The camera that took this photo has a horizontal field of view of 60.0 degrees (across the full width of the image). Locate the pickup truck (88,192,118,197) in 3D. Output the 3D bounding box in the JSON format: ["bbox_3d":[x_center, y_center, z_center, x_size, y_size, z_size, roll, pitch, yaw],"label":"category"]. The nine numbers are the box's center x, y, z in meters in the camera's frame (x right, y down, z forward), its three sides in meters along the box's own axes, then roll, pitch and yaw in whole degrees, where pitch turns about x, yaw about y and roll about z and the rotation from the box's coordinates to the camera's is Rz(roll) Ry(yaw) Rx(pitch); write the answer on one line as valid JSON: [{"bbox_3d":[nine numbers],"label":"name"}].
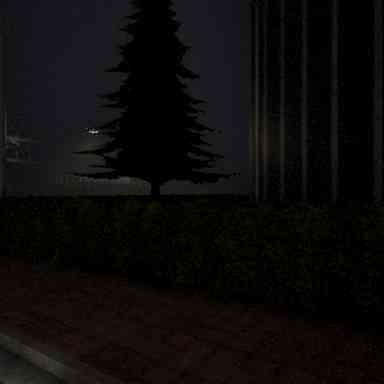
[{"bbox_3d":[-14.734,1.035,56.888,6.274,2.098,2.390,0,0,-24],"label":"pickup truck"}]
